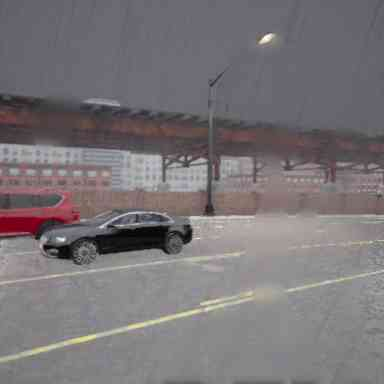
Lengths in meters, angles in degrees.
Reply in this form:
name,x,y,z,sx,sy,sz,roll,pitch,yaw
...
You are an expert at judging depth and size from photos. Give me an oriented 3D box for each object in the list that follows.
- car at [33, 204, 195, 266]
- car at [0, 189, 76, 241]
name,x,y,z,sx,sy,sz,roll,pitch,yaw
car,-2.225,1.291,10.797,4.902,1.511,2.128,0,1,-33
car,-6.853,0.930,11.891,5.566,2.045,2.150,0,1,-35
